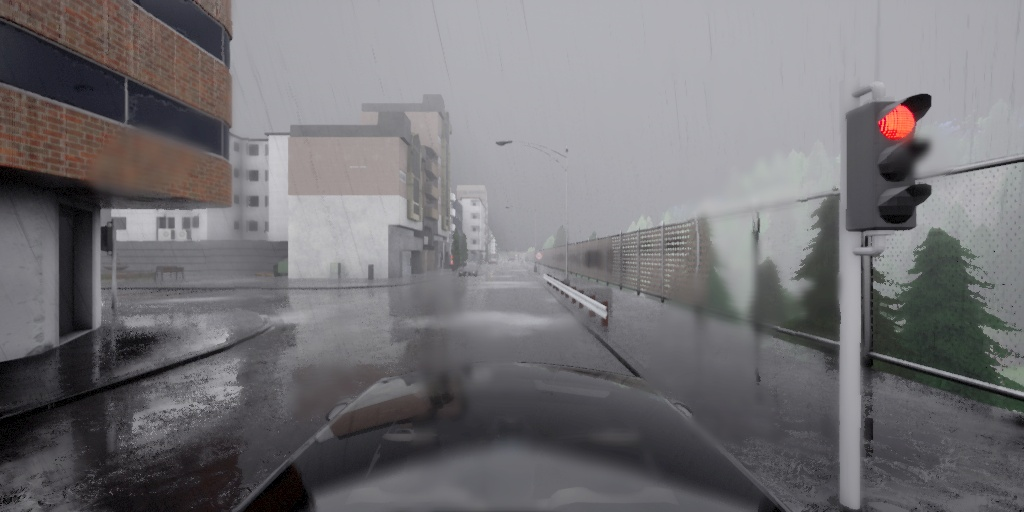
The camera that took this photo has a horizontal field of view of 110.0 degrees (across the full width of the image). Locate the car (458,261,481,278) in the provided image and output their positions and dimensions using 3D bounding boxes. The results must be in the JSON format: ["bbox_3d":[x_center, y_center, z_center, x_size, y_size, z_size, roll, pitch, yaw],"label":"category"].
[{"bbox_3d":[-4.011,1.311,34.311,1.837,1.490,4.892,0,1,0],"label":"car"}]
